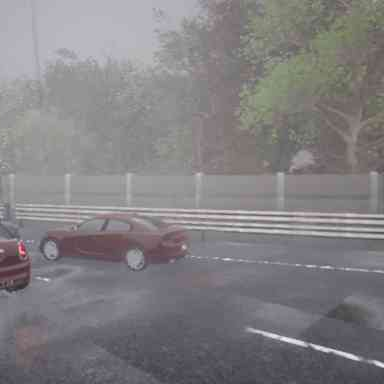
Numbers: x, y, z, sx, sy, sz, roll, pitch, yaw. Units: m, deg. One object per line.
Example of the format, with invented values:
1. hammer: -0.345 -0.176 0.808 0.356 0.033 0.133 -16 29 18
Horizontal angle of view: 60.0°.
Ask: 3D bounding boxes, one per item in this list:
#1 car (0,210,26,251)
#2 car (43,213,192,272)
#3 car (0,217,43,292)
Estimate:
1. car: -8.757 1.432 13.051 4.181 1.385 1.994 0 0 28
2. car: -2.483 1.398 10.436 5.008 1.535 1.882 0 1 23
3. car: -5.710 1.274 7.332 4.553 1.767 2.097 1 0 31
